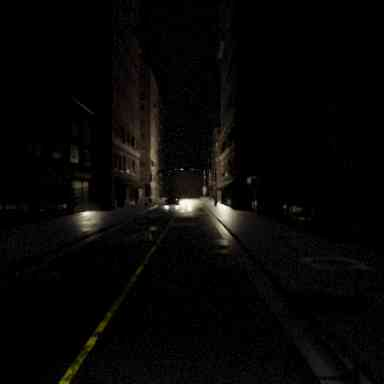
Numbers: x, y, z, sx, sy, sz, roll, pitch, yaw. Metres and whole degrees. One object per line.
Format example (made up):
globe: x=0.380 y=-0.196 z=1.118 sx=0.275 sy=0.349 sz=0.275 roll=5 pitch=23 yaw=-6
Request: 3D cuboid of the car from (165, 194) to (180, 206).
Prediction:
car: x=-2.979 y=1.153 z=51.020 sx=2.097 sy=1.767 sz=4.553 roll=0 pitch=0 yaw=0

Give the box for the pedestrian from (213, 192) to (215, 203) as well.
pedestrian: x=3.676 y=0.927 z=55.395 sx=0.375 sy=1.860 sz=0.375 roll=0 pitch=0 yaw=0
